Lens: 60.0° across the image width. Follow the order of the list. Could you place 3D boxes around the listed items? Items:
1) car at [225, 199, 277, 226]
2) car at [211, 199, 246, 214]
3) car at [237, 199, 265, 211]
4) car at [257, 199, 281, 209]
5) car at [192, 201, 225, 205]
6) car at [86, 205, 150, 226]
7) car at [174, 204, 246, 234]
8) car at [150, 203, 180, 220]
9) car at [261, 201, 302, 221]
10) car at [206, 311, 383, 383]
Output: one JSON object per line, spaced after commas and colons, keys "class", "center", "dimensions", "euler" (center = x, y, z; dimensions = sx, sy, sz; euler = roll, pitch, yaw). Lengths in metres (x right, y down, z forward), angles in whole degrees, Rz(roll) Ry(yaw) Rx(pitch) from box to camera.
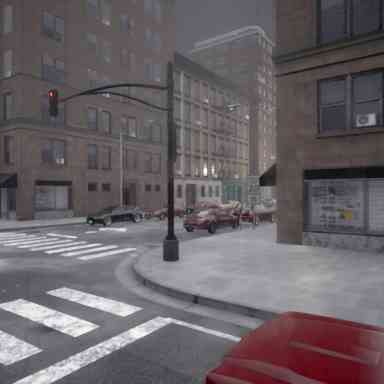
{"class": "car", "center": [4.359, 1.411, 23.383], "dimensions": [1.967, 1.590, 4.097], "euler": [0, 0, 36]}
{"class": "car", "center": [4.151, 1.543, 36.888], "dimensions": [1.752, 1.417, 4.829], "euler": [0, 0, 36]}
{"class": "car", "center": [7.460, 1.599, 41.515], "dimensions": [1.802, 1.307, 4.206], "euler": [0, 0, 36]}
{"class": "car", "center": [10.669, 1.600, 46.004], "dimensions": [1.802, 1.307, 4.206], "euler": [0, 0, 36]}
{"class": "car", "center": [1.040, 1.564, 32.537], "dimensions": [1.887, 1.381, 4.507], "euler": [0, 0, 36]}
{"class": "car", "center": [-5.379, 1.589, 23.560], "dimensions": [1.947, 1.339, 4.313], "euler": [0, 0, 36]}
{"class": "car", "center": [1.149, 1.555, 18.893], "dimensions": [1.802, 1.307, 4.206], "euler": [0, 0, 36]}
{"class": "car", "center": [-2.169, 1.603, 28.049], "dimensions": [1.802, 1.307, 4.206], "euler": [0, 0, 36]}
{"class": "car", "center": [7.668, 1.494, 28.010], "dimensions": [1.752, 1.417, 4.829], "euler": [0, 0, 36]}
{"class": "car", "center": [2.351, 1.601, 2.013], "dimensions": [4.718, 1.301, 1.895], "euler": [0, 0, 36]}
